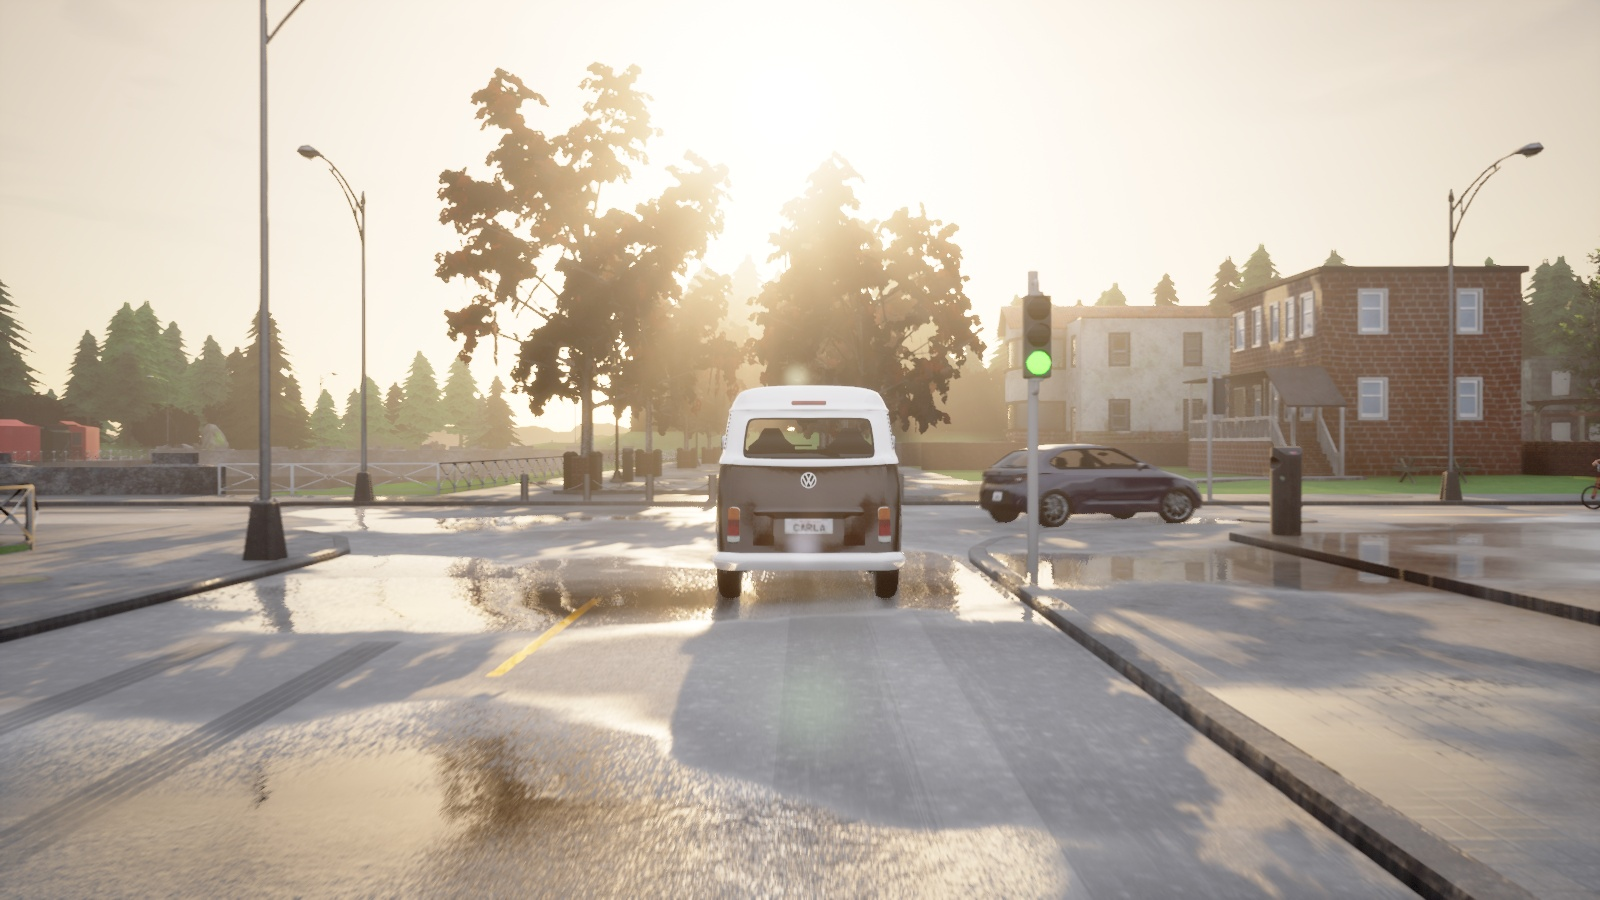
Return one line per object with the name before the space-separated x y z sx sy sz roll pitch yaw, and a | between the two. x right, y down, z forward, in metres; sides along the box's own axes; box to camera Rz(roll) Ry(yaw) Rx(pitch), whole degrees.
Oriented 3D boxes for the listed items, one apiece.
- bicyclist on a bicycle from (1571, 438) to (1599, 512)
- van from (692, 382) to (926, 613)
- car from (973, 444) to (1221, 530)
bicyclist on a bicycle | 17.960 0.542 27.581 1.509 1.612 0.866 0 0 0
van | 0.092 0.396 13.323 2.069 2.038 4.480 0 1 0
car | 5.482 0.634 23.177 4.193 1.474 1.816 0 0 -24
